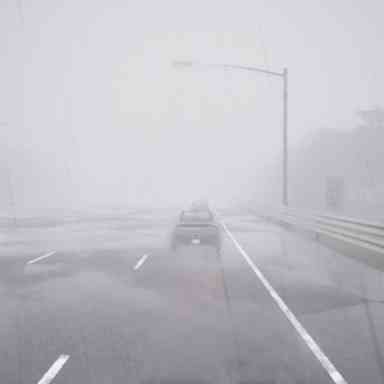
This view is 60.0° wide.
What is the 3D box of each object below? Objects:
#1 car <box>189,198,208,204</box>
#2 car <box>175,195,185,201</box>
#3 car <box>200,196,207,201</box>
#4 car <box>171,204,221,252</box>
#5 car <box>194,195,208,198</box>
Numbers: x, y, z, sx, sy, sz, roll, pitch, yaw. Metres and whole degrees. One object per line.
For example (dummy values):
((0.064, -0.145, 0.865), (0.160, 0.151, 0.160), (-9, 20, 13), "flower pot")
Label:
((0.879, 1.631, 35.718), (1.895, 1.301, 4.718), (0, 0, 2), "car")
((-3.730, 1.658, 94.682), (2.097, 1.767, 4.553), (0, 0, 2), "car")
((3.249, 1.872, 94.031), (1.994, 1.385, 4.181), (0, 0, 2), "car")
((0.191, 1.494, 13.925), (2.128, 1.511, 4.902), (0, 0, 1), "car")
((1.799, 1.673, 58.368), (2.033, 1.411, 5.357), (0, 0, 2), "car")
